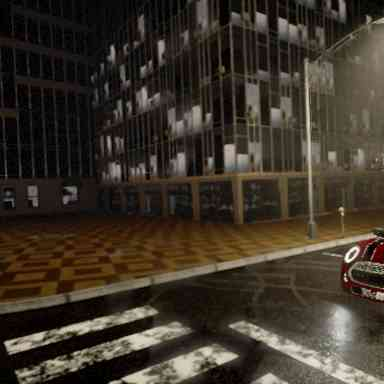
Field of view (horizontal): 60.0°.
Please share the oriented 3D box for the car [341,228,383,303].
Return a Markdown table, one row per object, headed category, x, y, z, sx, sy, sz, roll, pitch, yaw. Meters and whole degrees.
| category | x | y | z | sx | sy | sz | roll | pitch | yaw |
| --- | --- | --- | --- | --- | --- | --- | --- | --- | --- |
| car | 5.204 | 1.195 | 7.106 | 4.553 | 1.767 | 2.097 | -2 | 0 | -35 |
